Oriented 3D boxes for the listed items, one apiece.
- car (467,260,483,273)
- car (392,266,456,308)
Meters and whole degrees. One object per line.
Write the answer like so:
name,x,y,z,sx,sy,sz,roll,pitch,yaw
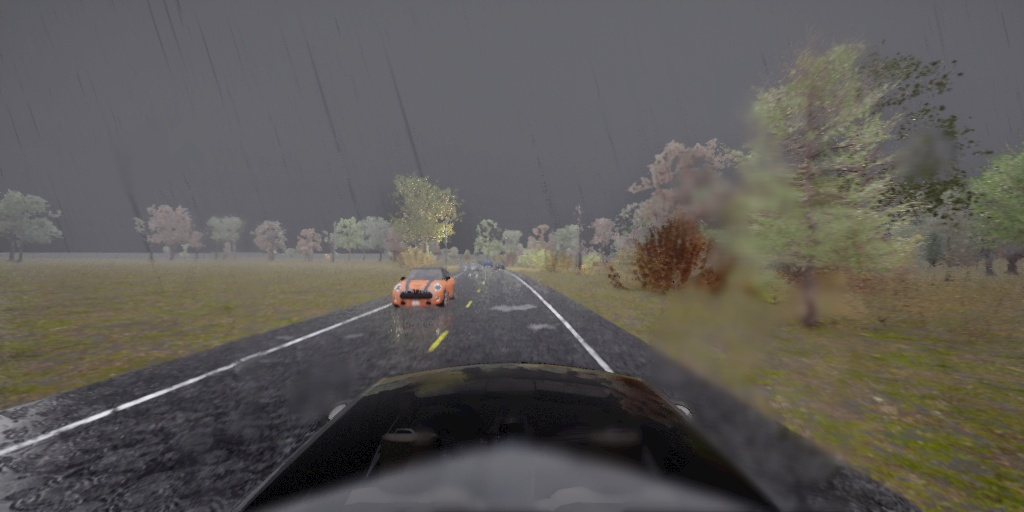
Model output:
car,-5.997,1.796,56.399,2.128,1.511,4.902,0,0,-5
car,-3.805,1.273,16.204,2.097,1.767,4.553,0,-1,-1
